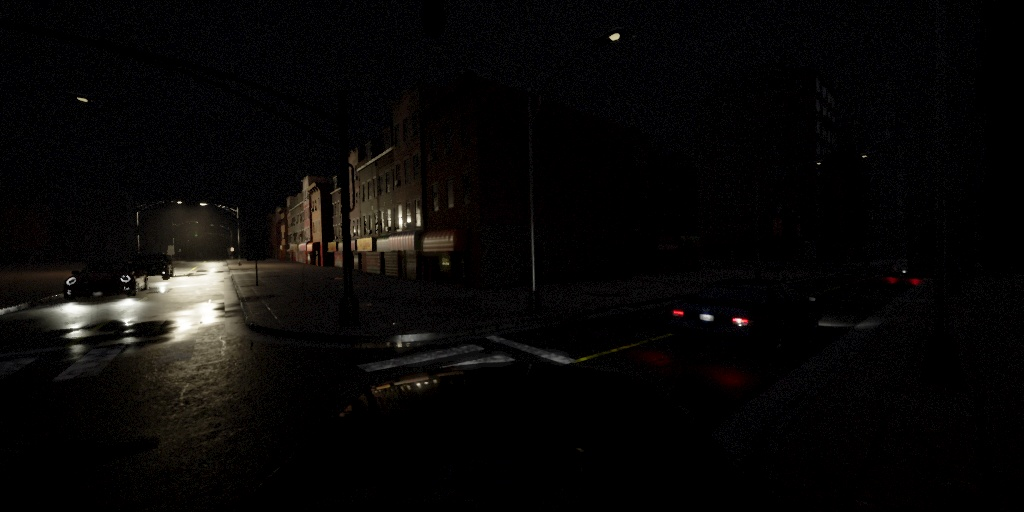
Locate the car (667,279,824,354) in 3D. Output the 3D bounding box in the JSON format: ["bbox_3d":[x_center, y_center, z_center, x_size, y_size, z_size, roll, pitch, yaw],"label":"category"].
[{"bbox_3d":[5.872,1.268,8.767,5.357,1.411,2.033,0,0,-39],"label":"car"}]

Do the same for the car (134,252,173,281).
[{"bbox_3d":[-27.014,0.758,26.809,2.150,2.045,5.566,-2,2,-39],"label":"car"}]

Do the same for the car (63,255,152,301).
[{"bbox_3d":[-19.208,1.021,17.129,2.097,1.767,4.553,-2,2,-39],"label":"car"}]

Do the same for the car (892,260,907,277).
[{"bbox_3d":[33.666,1.020,29.941,4.674,1.442,1.812,0,0,-27],"label":"car"}]
